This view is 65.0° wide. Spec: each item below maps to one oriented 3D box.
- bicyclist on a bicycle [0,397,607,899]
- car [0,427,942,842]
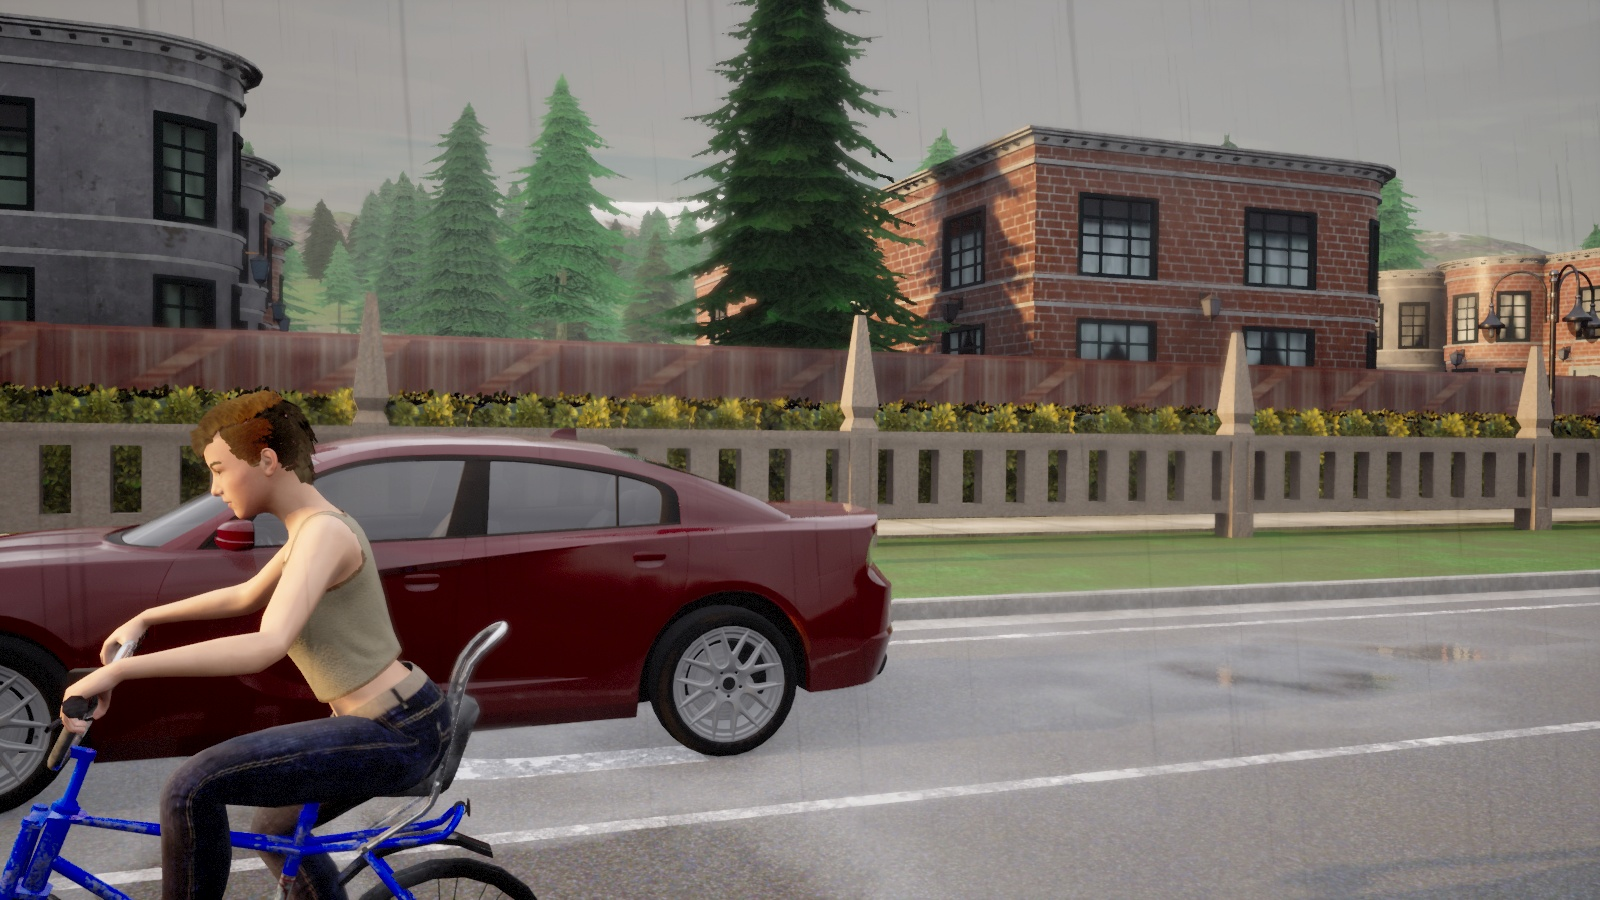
[{"bbox_3d":[-1.262,0.703,2.754,1.509,1.612,0.866,-1,1,-20],"label":"bicyclist on a bicycle"},{"bbox_3d":[-1.979,0.696,6.232,5.008,1.535,1.882,-1,1,-21],"label":"car"}]
